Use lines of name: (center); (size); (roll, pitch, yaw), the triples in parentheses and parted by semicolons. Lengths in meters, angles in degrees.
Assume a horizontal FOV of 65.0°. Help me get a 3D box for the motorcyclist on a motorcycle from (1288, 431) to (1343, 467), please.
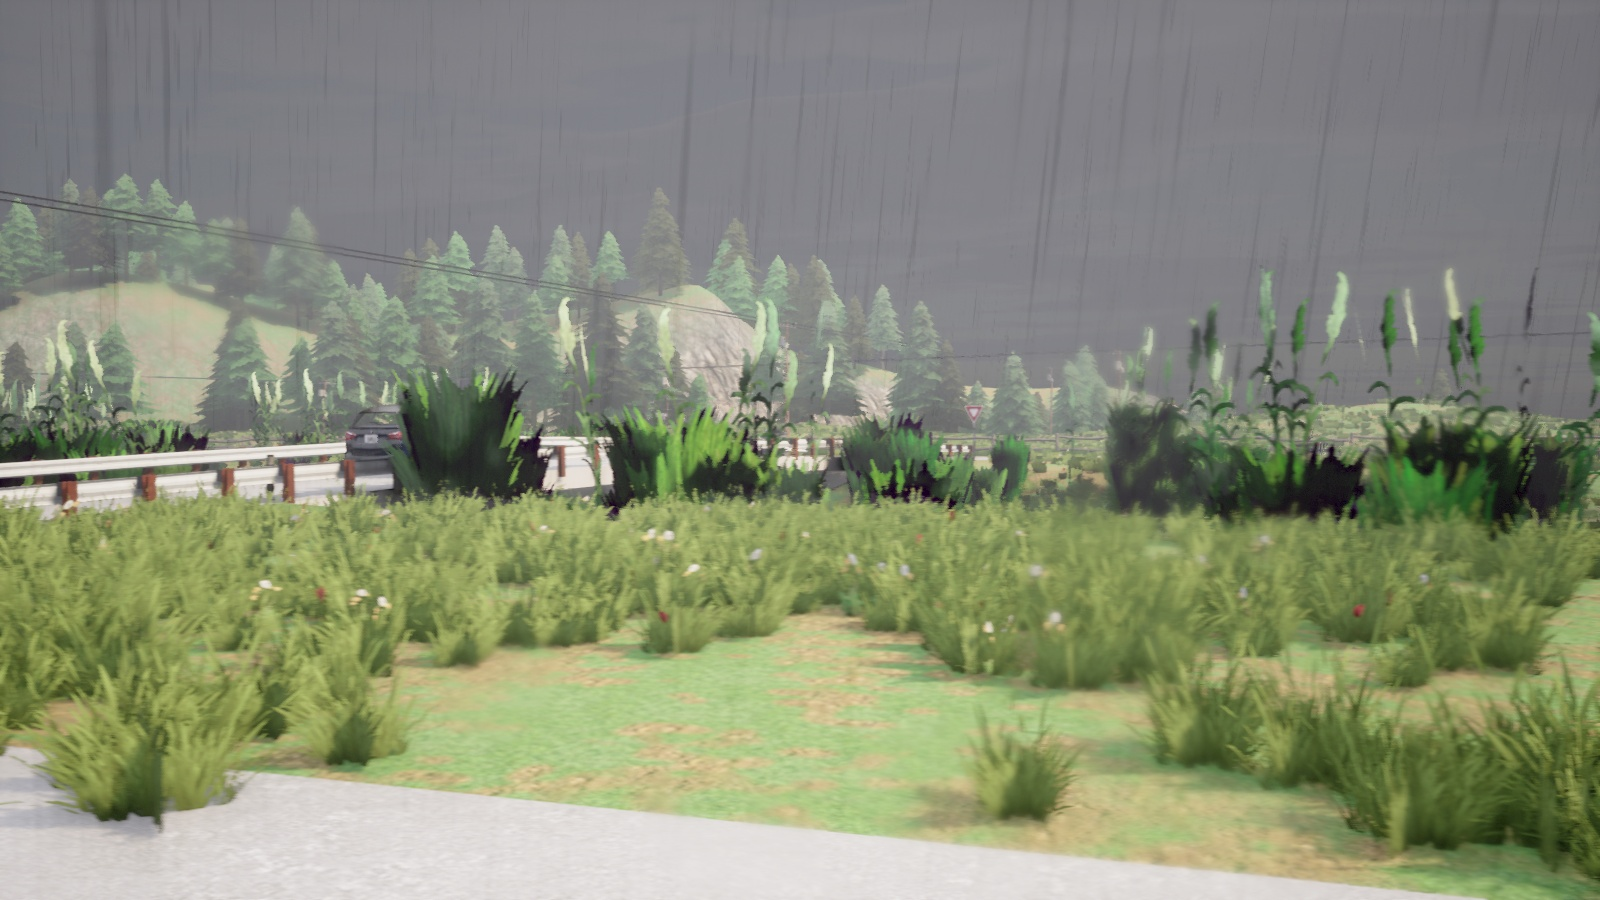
motorcyclist on a motorcycle: (24.277, -0.079, 59.112); (2.350, 1.649, 0.766); (1, 1, 24)

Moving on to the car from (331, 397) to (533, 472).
car: (-8.866, -0.444, 30.720); (2.242, 1.667, 4.611); (1, 3, 25)
